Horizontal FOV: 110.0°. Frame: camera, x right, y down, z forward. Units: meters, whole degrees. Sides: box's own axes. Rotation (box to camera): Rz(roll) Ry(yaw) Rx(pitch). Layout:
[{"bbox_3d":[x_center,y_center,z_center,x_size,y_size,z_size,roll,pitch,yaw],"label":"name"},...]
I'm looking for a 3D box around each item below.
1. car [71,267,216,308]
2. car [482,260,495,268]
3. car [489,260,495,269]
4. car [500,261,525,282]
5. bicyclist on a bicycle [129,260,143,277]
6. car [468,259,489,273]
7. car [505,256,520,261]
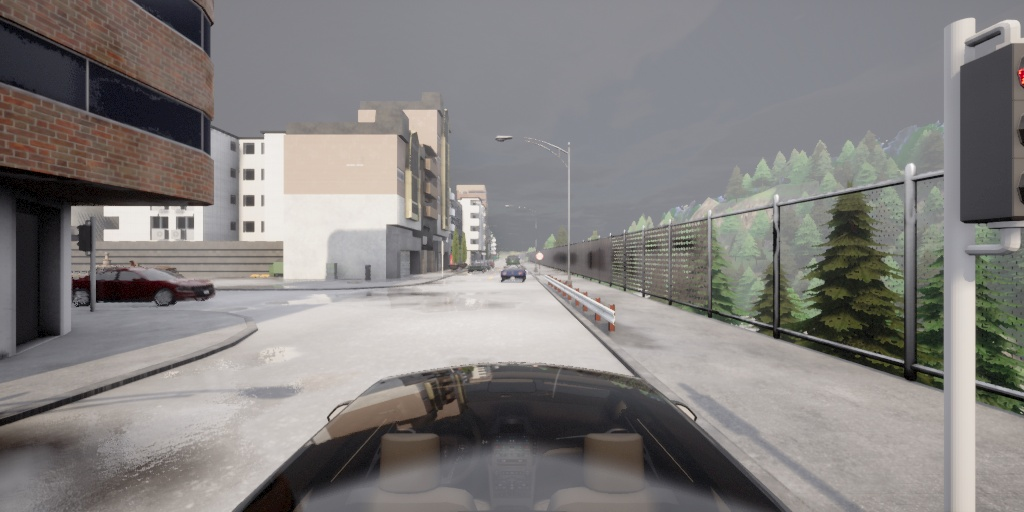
[{"bbox_3d":[-15.143,1.227,14.741,5.008,1.535,1.882,0,0,-2],"label":"car"},{"bbox_3d":[-4.051,1.351,61.888,1.895,1.301,4.718,0,0,0],"label":"car"},{"bbox_3d":[-4.087,1.241,51.752,2.128,1.511,4.902,0,0,0],"label":"car"},{"bbox_3d":[0.133,1.351,29.002,1.895,1.301,4.718,0,0,2],"label":"car"},{"bbox_3d":[-24.281,1.099,23.054,0.582,1.620,1.656,0,0,0],"label":"bicyclist on a bicycle"},{"bbox_3d":[-4.093,1.351,42.403,1.895,1.301,4.718,0,0,0],"label":"car"},{"bbox_3d":[0.103,0.972,57.800,2.150,2.045,5.566,0,0,0],"label":"car"}]
